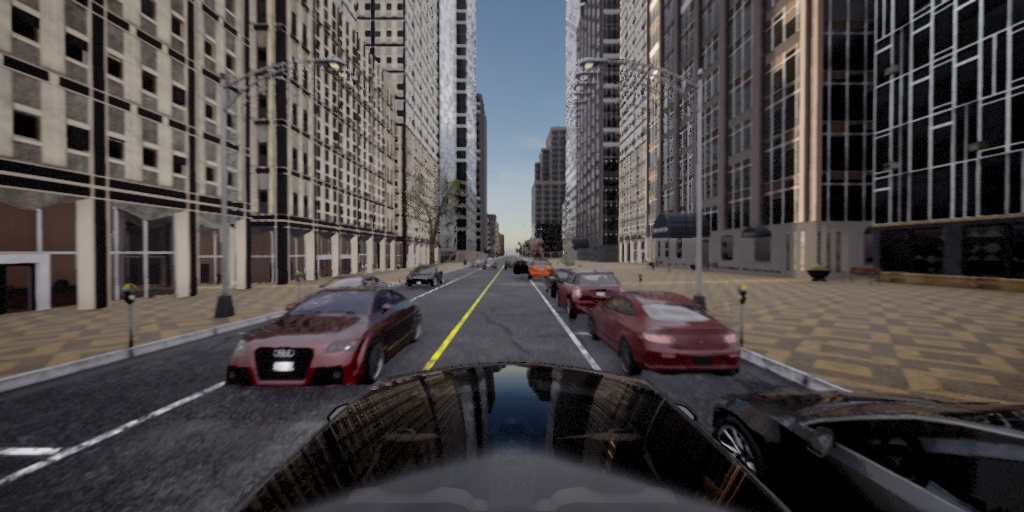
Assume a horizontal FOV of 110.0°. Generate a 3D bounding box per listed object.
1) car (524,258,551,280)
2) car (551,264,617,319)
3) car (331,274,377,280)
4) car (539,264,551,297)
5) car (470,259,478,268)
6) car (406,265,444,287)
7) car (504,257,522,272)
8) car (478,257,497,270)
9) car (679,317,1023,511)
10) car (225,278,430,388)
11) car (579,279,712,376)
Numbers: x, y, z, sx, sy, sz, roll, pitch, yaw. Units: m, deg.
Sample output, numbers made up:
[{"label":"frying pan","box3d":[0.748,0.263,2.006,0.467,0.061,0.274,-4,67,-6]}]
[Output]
[{"label":"car","box3d":[2.373,1.041,30.916,2.097,1.767,4.553,0,0,0]},{"label":"car","box3d":[2.683,1.167,12.757,1.967,1.591,4.097,0,0,0]},{"label":"car","box3d":[-5.698,1.309,12.754,1.802,1.307,4.207,0,0,0]},{"label":"car","box3d":[2.680,1.281,18.400,1.948,1.339,4.313,0,0,0]},{"label":"car","box3d":[-5.722,1.178,57.884,2.007,1.370,4.403,0,0,0]},{"label":"car","box3d":[-5.705,1.269,24.036,1.948,1.339,4.313,0,0,0]},{"label":"car","box3d":[-0.014,0.995,50.800,2.097,1.767,4.553,0,0,0]},{"label":"car","box3d":[-3.077,1.137,49.866,2.128,1.511,4.902,0,0,1]},{"label":"car","box3d":[2.689,1.317,1.472,1.948,1.339,4.313,0,0,0]},{"label":"car","box3d":[-3.102,1.303,6.859,1.994,1.385,4.181,0,0,0]},{"label":"car","box3d":[2.685,1.321,7.115,1.802,1.307,4.207,0,0,0]}]
